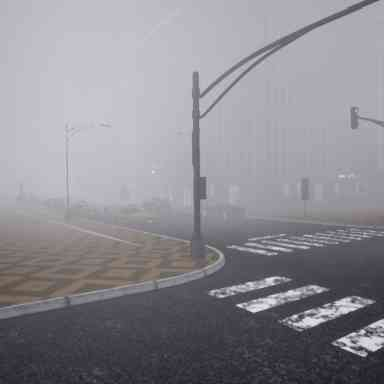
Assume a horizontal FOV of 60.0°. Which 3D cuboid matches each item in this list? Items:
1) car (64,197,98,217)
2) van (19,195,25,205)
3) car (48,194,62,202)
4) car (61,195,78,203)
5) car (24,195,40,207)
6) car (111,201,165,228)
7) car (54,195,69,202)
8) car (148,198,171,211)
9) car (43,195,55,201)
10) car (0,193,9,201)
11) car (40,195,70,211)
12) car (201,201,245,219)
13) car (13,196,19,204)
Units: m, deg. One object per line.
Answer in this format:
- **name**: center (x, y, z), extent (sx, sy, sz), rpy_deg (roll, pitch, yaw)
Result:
- **car**: center (-10.439, 1.533, 31.894), extent (1.752, 1.417, 4.829), rpy_deg (-1, 1, -36)
- **van**: center (-26.682, 1.303, 54.643), extent (1.690, 1.788, 3.998), rpy_deg (-1, 1, -36)
- **car**: center (-29.992, 1.256, 72.783), extent (1.967, 1.590, 4.097), rpy_deg (-1, 1, -36)
- **car**: center (-23.515, 1.385, 63.752), extent (2.008, 1.369, 4.403), rpy_deg (-1, 1, -36)
- **car**: center (-23.443, 1.411, 50.128), extent (1.967, 1.590, 4.097), rpy_deg (-1, 1, -36)
- **car**: center (-4.019, 1.552, 22.819), extent (1.752, 1.417, 4.829), rpy_deg (-1, 1, -36)
- **car**: center (-26.753, 1.407, 68.268), extent (1.802, 1.307, 4.206), rpy_deg (-1, 1, -36)
- **car**: center (-4.040, 1.328, 36.691), extent (1.967, 1.590, 4.097), rpy_deg (-1, 1, -36)
- **car**: center (-33.329, 1.331, 77.438), extent (1.752, 1.417, 4.829), rpy_deg (-1, 1, -36)
- **car**: center (-46.110, 1.449, 81.740), extent (1.887, 1.381, 4.507), rpy_deg (-1, 1, -36)
- **car**: center (-16.967, 1.429, 41.096), extent (1.967, 1.590, 4.097), rpy_deg (-1, 1, -36)
- **car**: center (2.496, 1.455, 27.700), extent (2.008, 1.369, 4.403), rpy_deg (-1, 1, -36)
- **car**: center (-33.157, 1.494, 63.676), extent (2.008, 1.369, 4.403), rpy_deg (-1, 1, -36)
